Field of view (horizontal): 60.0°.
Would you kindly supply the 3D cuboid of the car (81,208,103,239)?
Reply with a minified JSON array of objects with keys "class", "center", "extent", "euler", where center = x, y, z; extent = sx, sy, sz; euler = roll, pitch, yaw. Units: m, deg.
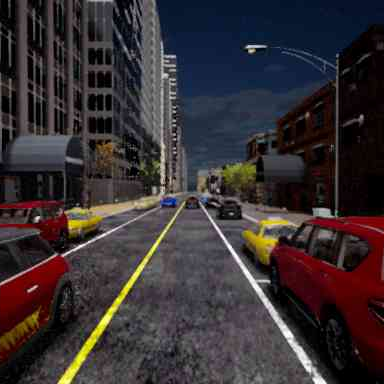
[{"class":"car","center":[-5.695,1.470,16.301],"extent":[1.752,1.417,4.829],"euler":[-1,0,0]}]

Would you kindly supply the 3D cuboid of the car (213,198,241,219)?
[{"class":"car","center":[3.011,1.412,27.745],"extent":[1.837,1.490,4.892],"euler":[0,0,0]}]

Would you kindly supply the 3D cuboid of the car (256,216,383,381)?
[{"class":"car","center":[2.677,1.297,5.388],"extent":[2.192,1.841,5.009],"euler":[-1,0,0]}]

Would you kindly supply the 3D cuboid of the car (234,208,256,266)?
[{"class":"car","center":[2.683,1.488,11.093],"extent":[1.752,1.417,4.829],"euler":[-1,0,0]}]

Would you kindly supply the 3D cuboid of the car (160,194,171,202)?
[{"class":"car","center":[-5.676,1.198,71.819],"extent":[1.967,1.590,4.097],"euler":[-1,0,0]}]

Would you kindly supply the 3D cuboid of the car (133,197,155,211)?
[{"class":"car","center":[-5.688,1.396,38.440],"extent":[1.752,1.417,4.829],"euler":[-1,0,0]}]

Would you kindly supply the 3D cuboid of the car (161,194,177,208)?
[{"class":"car","center":[-3.063,1.325,45.322],"extent":[1.882,1.535,5.008],"euler":[0,0,0]}]

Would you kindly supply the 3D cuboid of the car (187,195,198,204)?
[{"class":"car","center":[0.023,1.329,58.398],"extent":[1.812,1.442,4.674],"euler":[0,0,0]}]

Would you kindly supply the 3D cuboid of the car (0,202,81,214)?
[{"class":"car","center":[-5.700,1.278,10.935],"extent":[2.192,1.841,5.009],"euler":[-1,0,0]}]

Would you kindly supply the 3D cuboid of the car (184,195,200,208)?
[{"class":"car","center":[0.049,1.356,44.067],"extent":[1.837,1.490,4.892],"euler":[0,0,1]}]

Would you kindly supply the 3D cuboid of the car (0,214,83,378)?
[{"class":"car","center":[-3.097,1.340,3.854],"extent":[2.097,1.767,4.553],"euler":[0,0,0]}]

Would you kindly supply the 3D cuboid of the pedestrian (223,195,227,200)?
[{"class":"pedestrian","center":[3.012,1.190,30.677],"extent":[0.375,1.860,0.375],"euler":[-1,1,-2]}]

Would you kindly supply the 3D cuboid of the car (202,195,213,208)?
[{"class":"car","center":[2.695,1.417,44.130],"extent":[1.947,1.339,4.313],"euler":[-1,0,0]}]
